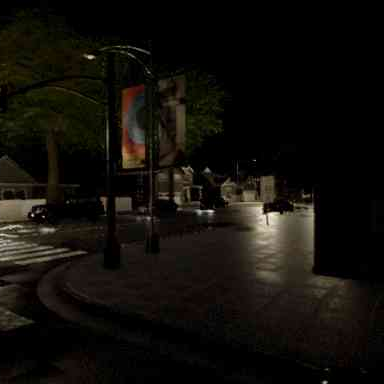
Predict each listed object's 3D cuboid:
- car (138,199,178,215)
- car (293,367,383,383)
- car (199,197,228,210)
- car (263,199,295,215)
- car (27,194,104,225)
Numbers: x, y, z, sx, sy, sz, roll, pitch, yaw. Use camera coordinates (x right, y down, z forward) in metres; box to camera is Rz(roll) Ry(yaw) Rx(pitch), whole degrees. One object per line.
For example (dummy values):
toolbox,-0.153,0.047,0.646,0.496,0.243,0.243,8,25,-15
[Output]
car,-3.306,1.456,33.044,1.812,1.442,4.674,0,0,36
car,2.214,1.561,1.231,4.313,1.339,1.947,0,0,35
car,2.738,1.378,41.494,1.837,1.490,4.892,0,0,35
car,8.412,1.386,32.340,1.812,1.442,4.674,0,0,36
car,-9.201,1.209,24.792,2.150,2.045,5.566,0,0,36
